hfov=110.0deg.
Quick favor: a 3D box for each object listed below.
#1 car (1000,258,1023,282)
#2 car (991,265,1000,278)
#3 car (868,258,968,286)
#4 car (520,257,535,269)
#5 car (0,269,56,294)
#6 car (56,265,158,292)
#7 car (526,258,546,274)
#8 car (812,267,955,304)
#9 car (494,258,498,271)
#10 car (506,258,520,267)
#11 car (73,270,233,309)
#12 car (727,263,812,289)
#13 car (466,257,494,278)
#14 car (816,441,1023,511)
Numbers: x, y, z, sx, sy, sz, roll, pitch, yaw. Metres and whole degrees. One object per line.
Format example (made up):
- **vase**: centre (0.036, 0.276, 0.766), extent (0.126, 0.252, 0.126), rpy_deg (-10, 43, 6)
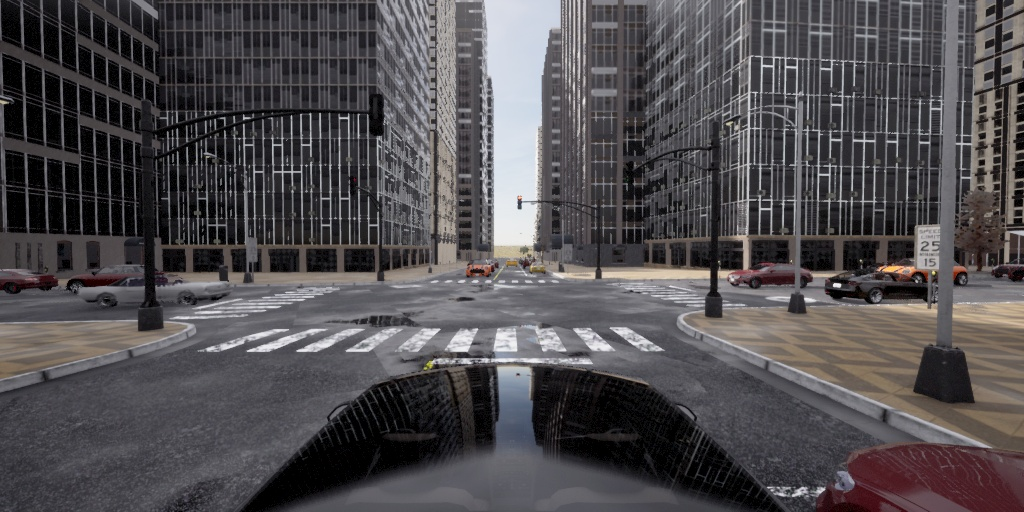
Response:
- **car**: centre (35.349, 0.846, 23.279), extent (4.553, 1.767, 2.097), rpy_deg (0, 1, -5)
- **car**: centre (37.693, 0.865, 26.122), extent (4.097, 1.591, 1.967), rpy_deg (0, 0, -5)
- **car**: centre (25.340, 0.904, 22.359), extent (4.553, 1.767, 2.097), rpy_deg (0, 1, -5)
- **car**: centre (2.710, 1.028, 55.027), extent (2.192, 1.841, 5.009), rpy_deg (0, 0, 0)
- **car**: centre (-28.204, 1.390, 20.016), extent (4.207, 1.307, 1.802), rpy_deg (0, 0, -5)
- **car**: centre (-22.578, 1.215, 20.541), extent (4.097, 1.591, 1.967), rpy_deg (0, 0, -5)
- **car**: centre (2.806, 1.254, 39.946), extent (1.751, 1.417, 4.829), rpy_deg (0, 0, 0)
- **car**: centre (16.124, 1.294, 15.706), extent (4.313, 1.339, 1.948), rpy_deg (0, 0, -5)
- **car**: centre (-3.115, 1.203, 44.226), extent (1.882, 1.535, 5.008), rpy_deg (0, 0, 0)
- **car**: centre (-0.025, 1.178, 65.005), extent (1.882, 1.535, 5.008), rpy_deg (0, 0, 0)
- **car**: centre (-15.126, 1.453, 15.522), extent (4.718, 1.301, 1.895), rpy_deg (0, 1, -8)
- **car**: centre (15.392, 1.135, 21.449), extent (4.674, 1.442, 1.812), rpy_deg (0, 1, -5)
- **car**: centre (-3.112, 1.085, 34.291), extent (2.097, 1.767, 4.553), rpy_deg (0, 0, 0)
- **car**: centre (2.692, 1.333, 0.408), extent (1.802, 1.307, 4.207), rpy_deg (0, 0, 0)
